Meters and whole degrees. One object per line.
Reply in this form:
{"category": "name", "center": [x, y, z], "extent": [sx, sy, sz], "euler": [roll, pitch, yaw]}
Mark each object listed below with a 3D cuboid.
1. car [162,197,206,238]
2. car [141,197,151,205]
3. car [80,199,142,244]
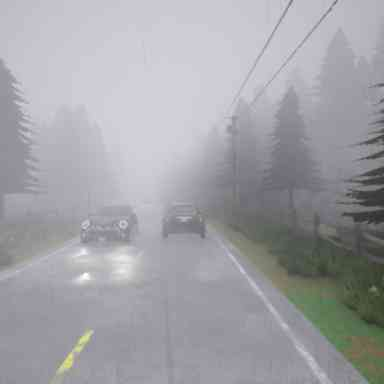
{"category": "car", "center": [-0.481, 1.354, 17.778], "extent": [2.097, 1.767, 4.553], "euler": [0, 0, -3]}
{"category": "car", "center": [-8.495, 1.612, 60.248], "extent": [2.033, 1.411, 5.357], "euler": [0, 0, -14]}
{"category": "car", "center": [-3.780, 1.361, 15.887], "extent": [2.097, 1.767, 4.553], "euler": [0, 0, -3]}
